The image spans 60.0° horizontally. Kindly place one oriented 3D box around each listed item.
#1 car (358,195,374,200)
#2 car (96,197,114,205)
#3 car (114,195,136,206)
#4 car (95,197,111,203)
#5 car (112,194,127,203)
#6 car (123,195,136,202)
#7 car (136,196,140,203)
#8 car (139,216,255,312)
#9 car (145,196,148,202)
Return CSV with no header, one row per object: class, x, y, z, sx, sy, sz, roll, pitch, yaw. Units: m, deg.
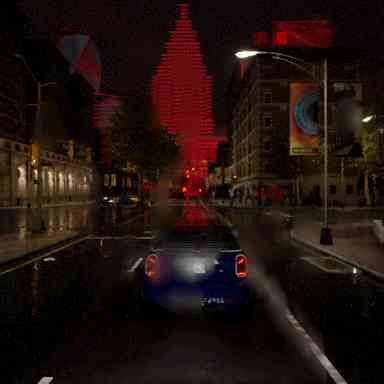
car,34.678,1.481,68.615,2.231,1.521,4.892,0,0,0
car,-14.881,1.547,57.899,2.033,1.411,5.357,0,0,0
car,-11.391,1.526,56.725,1.812,1.442,4.674,0,0,0
car,-18.021,1.595,67.401,1.895,1.301,4.718,0,0,0
car,-14.770,1.352,68.009,2.097,1.767,4.553,0,0,0
car,-14.734,1.525,78.410,2.128,1.511,4.902,0,0,0
car,-11.306,1.478,65.873,1.882,1.535,5.008,0,0,1
car,0.100,1.352,7.891,2.097,1.767,4.553,0,0,0
car,-11.243,1.553,75.746,1.994,1.385,4.181,0,0,0
